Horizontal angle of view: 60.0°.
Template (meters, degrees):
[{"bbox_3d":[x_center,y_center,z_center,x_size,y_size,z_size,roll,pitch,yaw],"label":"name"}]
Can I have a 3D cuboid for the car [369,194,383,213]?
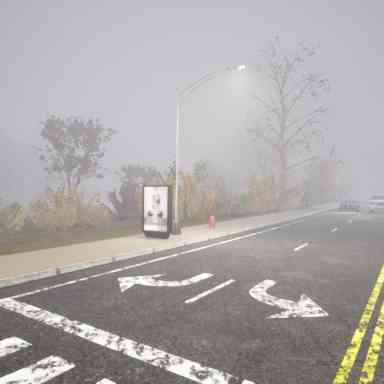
[{"bbox_3d":[21.560,1.249,37.946,2.150,2.045,5.566,0,0,31],"label":"car"}]

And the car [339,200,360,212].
[{"bbox_3d":[18.778,1.602,39.625,1.994,1.385,4.181,0,0,31],"label":"car"}]
